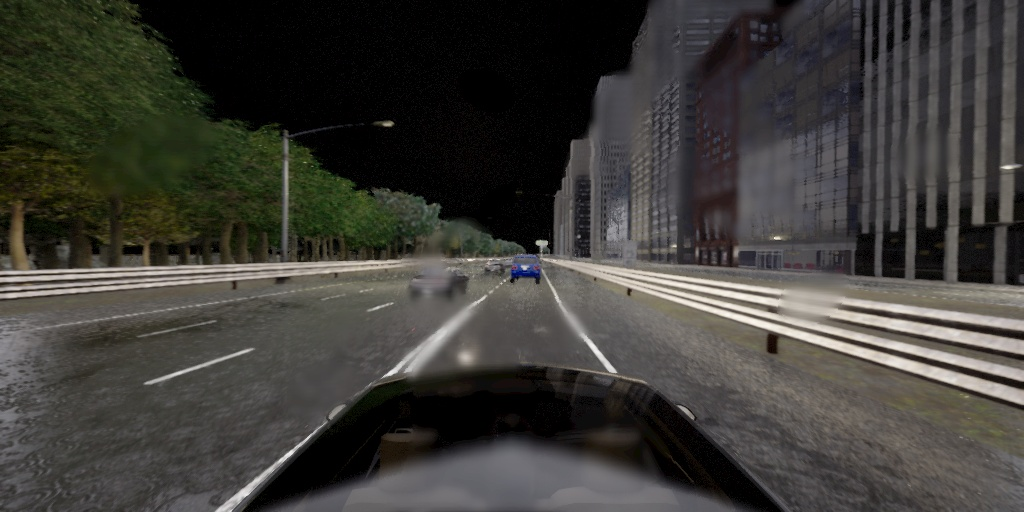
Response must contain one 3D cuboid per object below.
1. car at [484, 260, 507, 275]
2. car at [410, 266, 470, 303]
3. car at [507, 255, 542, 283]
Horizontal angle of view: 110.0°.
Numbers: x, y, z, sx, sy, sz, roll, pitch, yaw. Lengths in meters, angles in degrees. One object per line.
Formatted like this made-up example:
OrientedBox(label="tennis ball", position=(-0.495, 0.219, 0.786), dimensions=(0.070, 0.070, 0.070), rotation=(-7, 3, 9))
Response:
OrientedBox(label="car", position=(-1.785, 1.227, 38.041), dimensions=(2.128, 1.511, 4.902), rotation=(1, 0, 4))
OrientedBox(label="car", position=(-3.132, 1.217, 16.396), dimensions=(2.128, 1.511, 4.902), rotation=(1, 0, 4))
OrientedBox(label="car", position=(1.135, 0.984, 28.178), dimensions=(2.150, 2.045, 5.566), rotation=(0, 0, 4))
